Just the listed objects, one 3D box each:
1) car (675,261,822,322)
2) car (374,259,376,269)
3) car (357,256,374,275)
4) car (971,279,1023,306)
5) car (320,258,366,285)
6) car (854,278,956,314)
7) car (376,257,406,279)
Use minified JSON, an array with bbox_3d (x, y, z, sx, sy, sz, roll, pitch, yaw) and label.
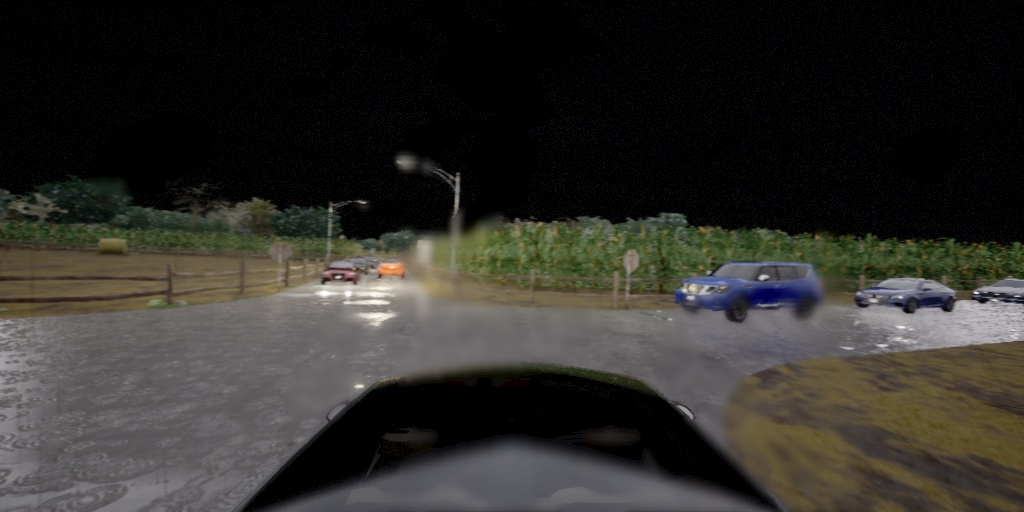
[{"bbox_3d":[8.876,1.204,13.392,5.566,2.045,2.150,2,1,-19],"label":"car"},{"bbox_3d":[-17.552,0.793,43.543,1.837,1.490,4.892,3,0,-18],"label":"car"},{"bbox_3d":[-13.951,0.890,32.594,1.837,1.490,4.892,3,0,-18],"label":"car"},{"bbox_3d":[27.984,1.991,19.692,5.357,1.411,2.033,1,1,-18],"label":"car"},{"bbox_3d":[-10.691,1.025,22.706,1.994,1.385,4.181,3,0,-18],"label":"car"},{"bbox_3d":[18.100,1.749,16.458,4.674,1.442,1.812,1,1,-18],"label":"car"},{"bbox_3d":[-10.108,0.890,30.305,2.097,1.767,4.553,3,0,-18],"label":"car"}]
